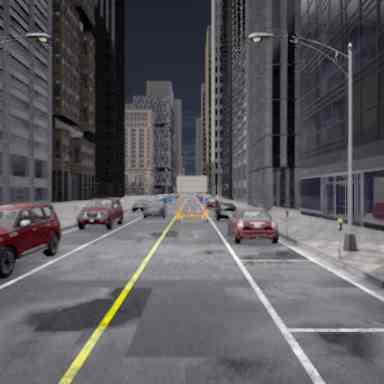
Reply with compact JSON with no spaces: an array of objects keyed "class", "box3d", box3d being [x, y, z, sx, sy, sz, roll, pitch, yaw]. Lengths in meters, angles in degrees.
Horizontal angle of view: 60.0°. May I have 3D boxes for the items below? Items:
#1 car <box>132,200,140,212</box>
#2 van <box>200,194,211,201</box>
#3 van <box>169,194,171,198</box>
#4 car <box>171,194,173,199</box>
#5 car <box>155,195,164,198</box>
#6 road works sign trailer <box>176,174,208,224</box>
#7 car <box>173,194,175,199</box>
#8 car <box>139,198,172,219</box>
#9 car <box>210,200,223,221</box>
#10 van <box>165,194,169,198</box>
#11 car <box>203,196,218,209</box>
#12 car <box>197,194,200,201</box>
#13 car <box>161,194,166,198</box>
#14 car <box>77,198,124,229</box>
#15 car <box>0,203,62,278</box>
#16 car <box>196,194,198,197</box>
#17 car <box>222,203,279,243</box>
[{"class":"car","box3d":[-5.756,1.579,38.520,1.947,1.339,4.313,0,0,0]},{"class":"van","box3d":[2.774,1.361,61.085,1.690,1.788,3.998,0,0,0]},{"class":"van","box3d":[-5.750,1.364,66.723,1.690,1.788,3.998,0,0,0]},{"class":"car","box3d":[-5.749,1.465,72.364,1.967,1.590,4.097,0,0,0]},{"class":"car","box3d":[-5.753,1.568,49.801,2.008,1.369,4.403,0,0,0]},{"class":"road works sign trailer","box3d":[0.006,0.472,24.627,2.380,3.560,2.880,0,0,0]},{"class":"car","box3d":[-5.748,1.342,78.006,2.192,1.841,5.009,0,0,0]},{"class":"car","box3d":[-3.091,1.514,28.972,1.837,1.490,4.892,0,0,0]},{"class":"car","box3d":[2.766,1.574,27.241,1.947,1.339,4.313,0,0,0]},{"class":"van","box3d":[-5.752,1.362,61.083,1.690,1.788,3.998,0,0,0]},{"class":"car","box3d":[2.770,1.559,44.163,1.887,1.381,4.507,0,0,0]},{"class":"car","box3d":[2.779,1.608,78.007,1.802,1.307,4.206,0,0,0]},{"class":"car","box3d":[-5.752,1.544,55.272,1.752,1.417,4.829,0,0,0]},{"class":"car","box3d":[-5.761,1.322,21.597,2.192,1.841,5.009,0,0,0]},{"class":"car","box3d":[-5.764,1.318,10.316,2.192,1.841,5.009,0,0,0]},{"class":"car","box3d":[2.781,1.595,89.289,1.947,1.339,4.313,0,0,0]},{"class":"car","box3d":[2.763,1.444,15.960,1.967,1.590,4.097,0,0,0]}]
